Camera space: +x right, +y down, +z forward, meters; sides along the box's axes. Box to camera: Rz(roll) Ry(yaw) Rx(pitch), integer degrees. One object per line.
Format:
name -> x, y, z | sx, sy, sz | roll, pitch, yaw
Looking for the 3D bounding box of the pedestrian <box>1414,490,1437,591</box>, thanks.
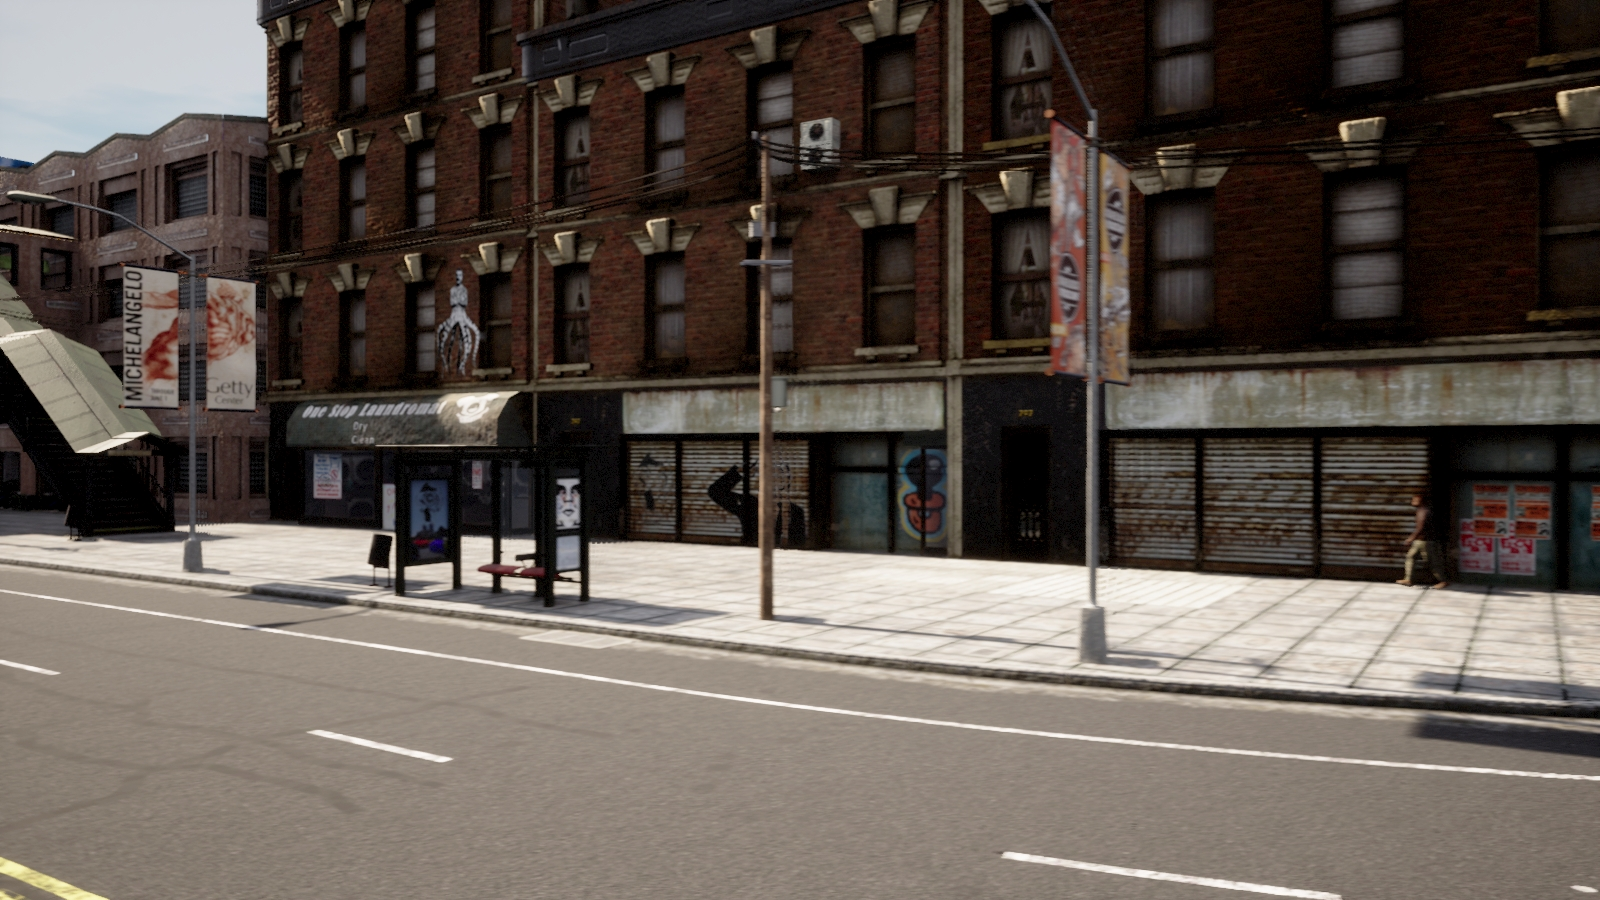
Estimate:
pedestrian -> 11.862, 1.705, 21.675 | 0.375, 1.860, 0.375 | 0, 0, 29
